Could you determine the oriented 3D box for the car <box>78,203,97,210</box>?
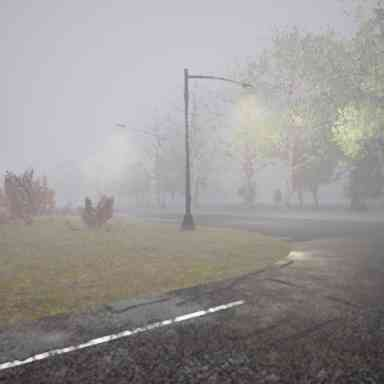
[{"bbox_3d":[-12.078,2.024,40.812,4.718,1.301,1.895,-1,0,43],"label":"car"}]
